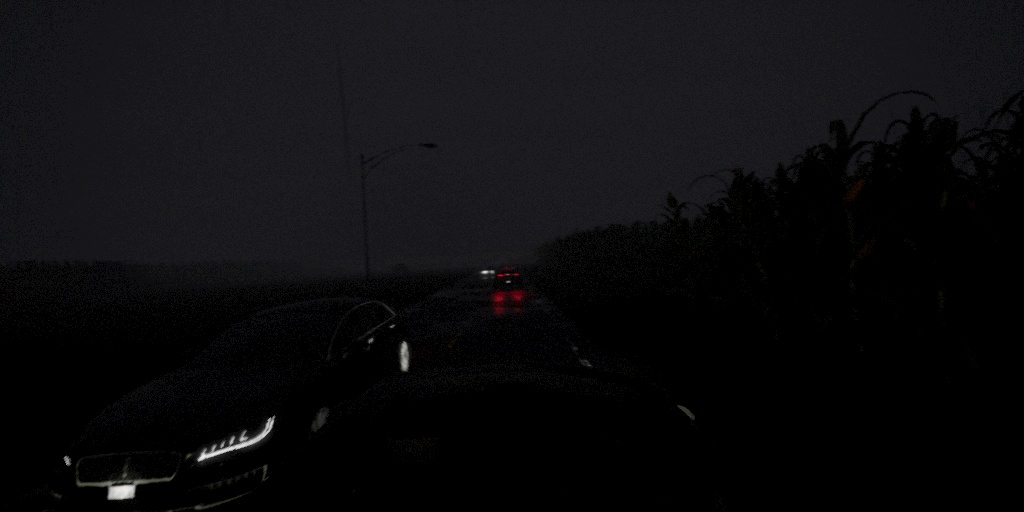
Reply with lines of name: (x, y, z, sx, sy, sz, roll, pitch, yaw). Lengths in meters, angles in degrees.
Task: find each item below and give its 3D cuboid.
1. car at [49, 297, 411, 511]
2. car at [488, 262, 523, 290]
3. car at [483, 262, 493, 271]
car: (-2.794, 1.418, 4.948, 1.837, 1.490, 4.892, -3, 0, -1)
car: (-0.255, 1.370, 24.305, 2.128, 1.511, 4.902, -3, 0, -1)
car: (-3.601, 1.696, 59.496, 1.812, 1.442, 4.674, -3, 0, -1)
